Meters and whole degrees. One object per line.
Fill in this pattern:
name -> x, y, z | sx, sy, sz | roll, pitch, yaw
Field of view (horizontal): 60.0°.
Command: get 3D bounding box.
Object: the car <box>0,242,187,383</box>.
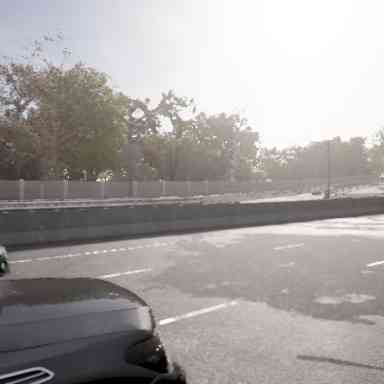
car -> -2.700, 1.234, 1.820 | 5.566, 2.045, 2.150 | -1, 0, -36

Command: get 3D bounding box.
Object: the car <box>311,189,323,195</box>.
car -> 29.549, -0.066, 78.673 | 1.882, 1.535, 5.008 | 0, 2, 32

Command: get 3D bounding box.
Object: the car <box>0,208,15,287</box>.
car -> -6.738, 1.365, 7.539 | 4.553, 1.767, 2.097 | -1, 0, -36
